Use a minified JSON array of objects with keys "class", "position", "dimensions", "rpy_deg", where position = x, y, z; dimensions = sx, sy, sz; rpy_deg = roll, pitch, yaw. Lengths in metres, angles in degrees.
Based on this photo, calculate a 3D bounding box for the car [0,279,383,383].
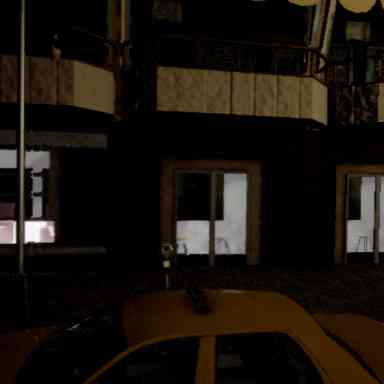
[{"class":"car","position":[-0.222,1.464,2.721],"dimensions":[4.829,1.417,1.752],"rpy_deg":[1,1,-9]}]
